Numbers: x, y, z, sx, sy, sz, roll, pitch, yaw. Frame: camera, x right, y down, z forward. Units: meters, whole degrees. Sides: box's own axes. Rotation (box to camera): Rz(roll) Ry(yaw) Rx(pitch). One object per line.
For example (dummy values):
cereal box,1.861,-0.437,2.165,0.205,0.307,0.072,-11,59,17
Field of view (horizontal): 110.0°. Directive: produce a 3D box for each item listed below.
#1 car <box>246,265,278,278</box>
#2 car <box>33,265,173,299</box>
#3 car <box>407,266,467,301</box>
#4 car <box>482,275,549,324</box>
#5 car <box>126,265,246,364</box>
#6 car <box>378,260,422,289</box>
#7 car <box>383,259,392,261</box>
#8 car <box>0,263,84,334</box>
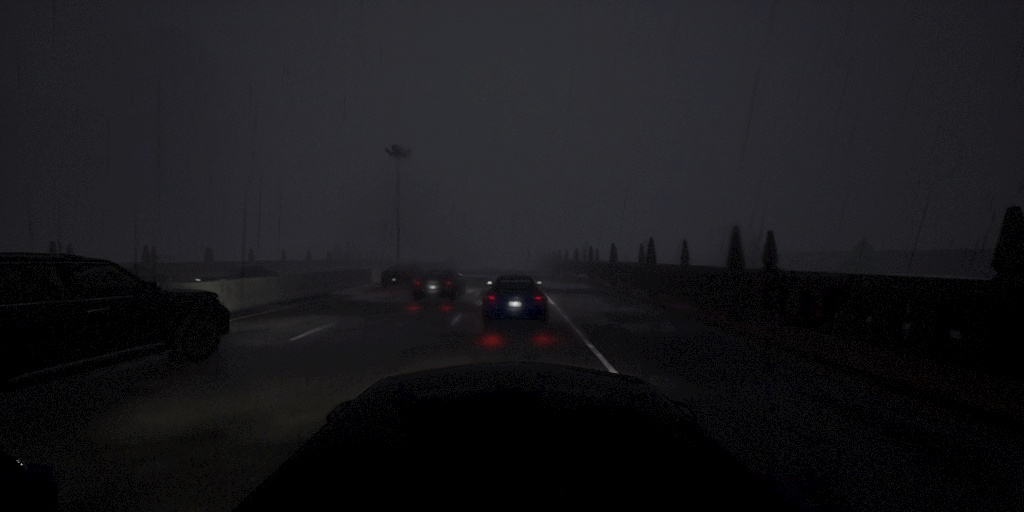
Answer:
car,-17.603,1.297,23.352,2.033,1.411,5.357,0,0,0
car,-21.101,1.253,18.926,1.837,1.490,4.892,0,0,0
car,-3.403,1.313,17.405,1.994,1.385,4.181,0,0,0
car,0.098,1.313,11.973,1.994,1.385,4.181,0,0,0
car,-6.901,0.971,5.005,2.150,2.045,5.566,0,0,0
car,-6.904,1.227,23.422,1.882,1.535,5.008,0,0,0
car,-21.035,1.299,60.425,2.128,1.511,4.902,0,0,1
car,-14.101,1.101,8.653,2.097,1.767,4.553,0,0,0
